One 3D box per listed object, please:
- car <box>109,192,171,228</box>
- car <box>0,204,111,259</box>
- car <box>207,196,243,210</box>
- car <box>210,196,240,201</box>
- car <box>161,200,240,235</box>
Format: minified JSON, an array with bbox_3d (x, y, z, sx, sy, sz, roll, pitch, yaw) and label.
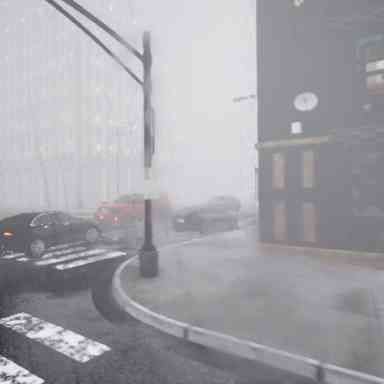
[{"bbox_3d":[-3.556,1.043,21.164,2.150,2.045,5.566,-1,0,35],"label":"car"},{"bbox_3d":[-5.438,1.459,12.573,1.837,1.490,4.892,-5,0,21],"label":"car"},{"bbox_3d":[3.596,1.142,35.737,1.947,1.339,4.313,0,1,35],"label":"car"},{"bbox_3d":[2.578,1.132,29.830,2.128,1.511,4.902,-1,0,35],"label":"car"},{"bbox_3d":[0.692,1.337,17.115,1.947,1.339,4.313,0,1,35],"label":"car"}]
